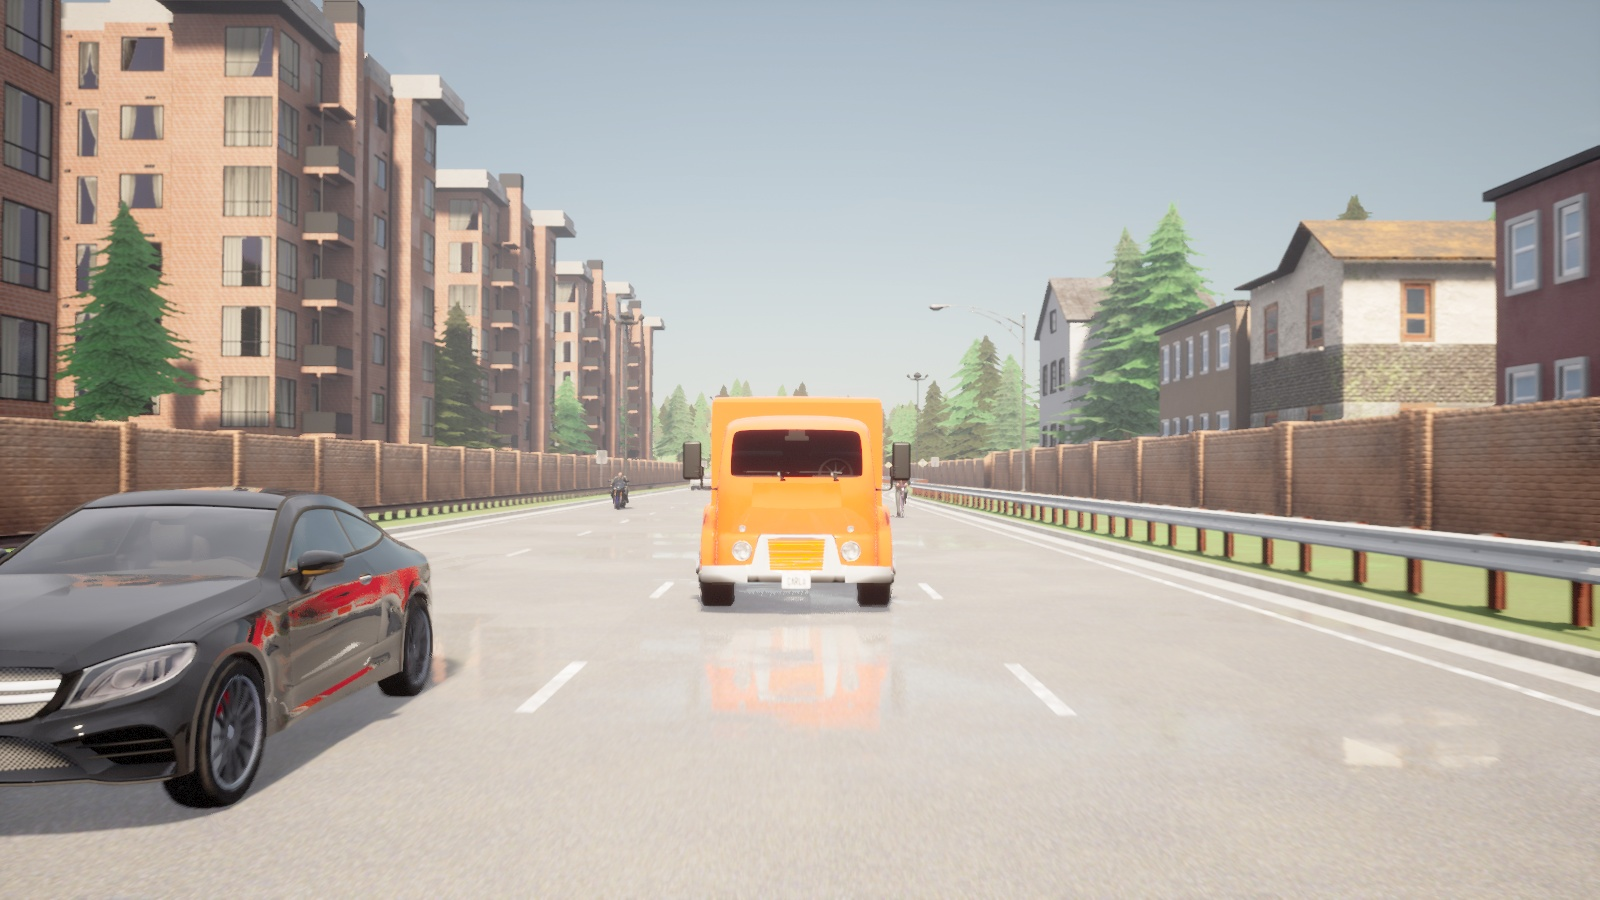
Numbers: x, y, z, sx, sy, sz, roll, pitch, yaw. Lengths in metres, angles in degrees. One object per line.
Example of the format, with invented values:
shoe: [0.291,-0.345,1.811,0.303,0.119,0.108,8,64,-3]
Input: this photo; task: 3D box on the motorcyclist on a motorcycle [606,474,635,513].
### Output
motorcyclist on a motorcycle: [-7.121,1.712,49.900,0.866,1.530,2.191,0,-1,0]

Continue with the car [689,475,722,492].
car: [-7.275,2.571,97.336,1.895,1.301,4.718,0,-1,4]

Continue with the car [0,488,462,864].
car: [-3.512,0.978,7.381,1.812,1.442,4.674,0,-1,0]

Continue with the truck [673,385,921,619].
truck: [-0.041,0.594,15.925,2.627,2.467,5.204,0,-1,0]
